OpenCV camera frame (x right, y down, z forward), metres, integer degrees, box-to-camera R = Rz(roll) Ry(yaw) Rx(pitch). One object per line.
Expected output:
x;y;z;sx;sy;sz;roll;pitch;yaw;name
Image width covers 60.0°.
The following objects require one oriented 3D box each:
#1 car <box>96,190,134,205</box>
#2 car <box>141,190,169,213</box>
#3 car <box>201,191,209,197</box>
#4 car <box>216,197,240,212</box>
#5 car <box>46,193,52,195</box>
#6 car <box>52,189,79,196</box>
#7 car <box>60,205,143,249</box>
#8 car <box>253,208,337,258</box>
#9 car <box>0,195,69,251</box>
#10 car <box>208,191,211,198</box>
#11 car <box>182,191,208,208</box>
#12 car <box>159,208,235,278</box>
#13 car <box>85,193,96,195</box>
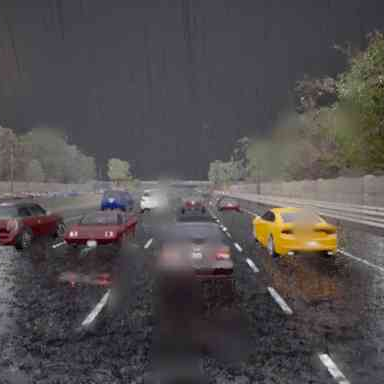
-6.902;0.841;31.124;2.150;2.045;5.566;0;1;0;car
-3.395;0.841;31.086;2.150;2.045;5.566;0;1;0;car
3.506;0.477;89.552;1.837;1.490;4.892;0;1;0;car
3.501;1.162;32.803;1.994;1.385;4.181;0;1;0;car
-24.514;0.865;58.174;1.994;1.385;4.181;0;1;0;car
-21.025;0.546;56.458;2.150;2.045;5.566;0;1;1;car
-3.399;1.433;13.523;1.895;1.301;4.718;0;1;0;car
3.500;1.326;12.173;1.882;1.535;5.008;0;1;0;car
-6.902;1.186;13.398;2.097;1.767;4.553;0;1;0;car
3.505;0.581;78.816;1.837;1.490;4.892;0;1;0;car
0.101;0.967;31.525;2.097;1.767;4.553;0;1;0;car
0.102;1.426;9.788;2.033;1.411;5.357;0;1;0;car
-17.526;0.855;57.677;2.033;1.411;5.357;0;1;1;car
